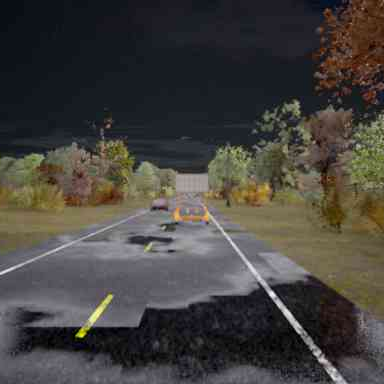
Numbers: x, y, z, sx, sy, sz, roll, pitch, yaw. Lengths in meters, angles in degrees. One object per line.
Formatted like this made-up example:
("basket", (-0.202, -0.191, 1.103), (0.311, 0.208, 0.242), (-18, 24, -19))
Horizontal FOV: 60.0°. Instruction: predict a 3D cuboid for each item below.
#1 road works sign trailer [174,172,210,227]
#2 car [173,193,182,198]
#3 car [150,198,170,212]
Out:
("road works sign trailer", (0.003, 0.446, 22.846), (2.380, 3.560, 2.880), (0, 0, 0))
("car", (-3.489, 0.920, 79.031), (2.097, 1.767, 4.553), (0, 0, 0))
("car", (-3.584, 1.449, 37.624), (1.882, 1.535, 5.008), (0, 0, 0))
